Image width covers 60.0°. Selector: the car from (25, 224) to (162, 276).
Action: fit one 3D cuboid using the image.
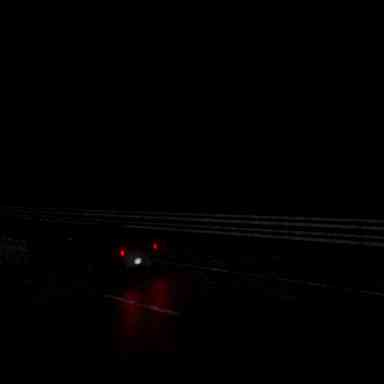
[{"bbox_3d":[-3.331,1.679,10.666,4.718,1.301,1.895,-1,0,35],"label":"car"}]
